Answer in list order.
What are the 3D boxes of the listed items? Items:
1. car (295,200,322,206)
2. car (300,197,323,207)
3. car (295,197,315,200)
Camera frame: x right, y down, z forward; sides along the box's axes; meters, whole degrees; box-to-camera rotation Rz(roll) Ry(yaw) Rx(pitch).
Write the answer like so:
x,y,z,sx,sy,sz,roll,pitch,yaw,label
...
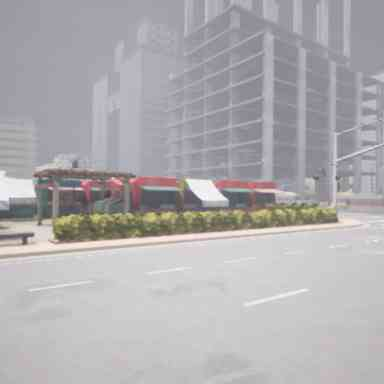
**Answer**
x,y,z,sx,sy,sz,roll,pitch,yaw,label
12.566,1.930,37.525,2.033,1.411,5.357,1,0,-36,car
23.989,1.930,66.964,1.905,1.878,3.866,1,-1,-36,car
21.597,1.888,65.252,1.905,1.878,3.866,1,-1,-36,car
